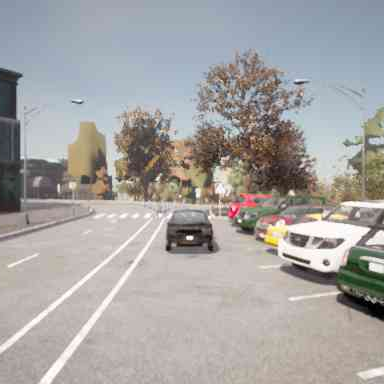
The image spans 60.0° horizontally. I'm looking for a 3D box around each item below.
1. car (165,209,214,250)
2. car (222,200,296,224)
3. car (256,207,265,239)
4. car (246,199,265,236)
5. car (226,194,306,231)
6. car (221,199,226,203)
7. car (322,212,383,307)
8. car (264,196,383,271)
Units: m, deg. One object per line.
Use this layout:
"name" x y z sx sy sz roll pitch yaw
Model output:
"car" -0.124 1.483 14.564 1.882 1.535 5.008 0 1 -1
"car" 4.949 1.404 24.542 4.892 1.521 2.231 1 0 -22
"car" 5.410 1.510 12.732 5.366 1.575 1.946 1 0 -21
"car" 5.215 1.364 15.636 4.553 1.767 2.185 1 1 -21
"car" 5.097 1.209 18.579 5.566 2.045 2.435 1 1 -22
"car" 5.070 1.181 21.581 5.566 2.045 2.435 1 0 -22
"car" 5.283 1.399 6.694 4.553 1.767 2.185 1 0 -21
"car" 5.259 1.271 9.664 5.566 2.045 2.435 1 1 -21
